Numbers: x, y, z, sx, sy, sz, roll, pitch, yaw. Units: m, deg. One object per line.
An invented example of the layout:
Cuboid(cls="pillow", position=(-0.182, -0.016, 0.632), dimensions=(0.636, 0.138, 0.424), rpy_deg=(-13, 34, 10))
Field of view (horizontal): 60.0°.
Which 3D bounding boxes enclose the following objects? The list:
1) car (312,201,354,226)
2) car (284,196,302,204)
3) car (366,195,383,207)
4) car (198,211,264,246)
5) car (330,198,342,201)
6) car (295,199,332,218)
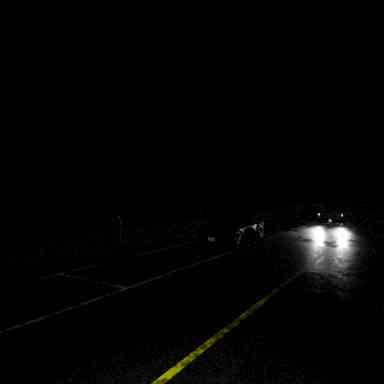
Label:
Cuboid(cls="car", position=(10.342, 1.601, 23.912), dimensions=(1.895, 1.301, 4.718), rpy_deg=(0, 0, 32))
Cuboid(cls="car", position=(18.930, 1.513, 64.861), dimensions=(4.902, 1.511, 2.128), rpy_deg=(0, 0, 34))
Cuboid(cls="car", position=(28.987, 1.541, 50.686), dimensions=(2.033, 1.411, 5.357), rpy_deg=(0, 0, 10))
Cuboid(cls="car", position=(1.949, 1.566, 15.428), dimensions=(1.947, 1.339, 4.313), rpy_deg=(0, 0, 32))
Cuboid(cls="car", position=(13.749, 1.566, 34.114), dimensions=(1.947, 1.339, 4.313), rpy_deg=(0, 0, 32))
Cuboid(cls="car", position=(10.799, 1.582, 29.443), dimensions=(1.802, 1.307, 4.206), rpy_deg=(0, 0, 32))
